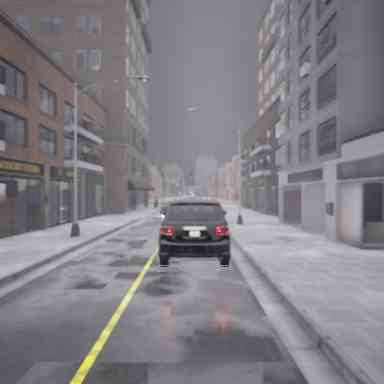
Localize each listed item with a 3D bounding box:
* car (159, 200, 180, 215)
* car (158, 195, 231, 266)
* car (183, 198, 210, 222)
[{"bbox_3d":[-2.367,1.670,36.526,1.994,1.385,4.181,0,0,1],"label":"car"},{"bbox_3d":[0.099,1.253,11.793,2.150,2.045,5.566,0,0,1],"label":"car"},{"bbox_3d":[0.402,1.433,27.879,2.097,1.767,4.553,0,0,2],"label":"car"}]
